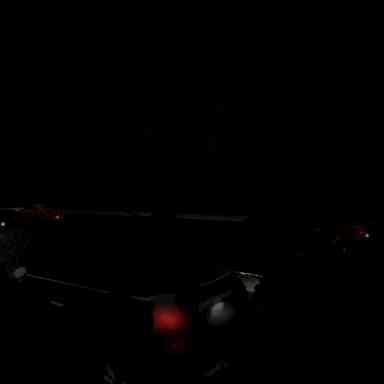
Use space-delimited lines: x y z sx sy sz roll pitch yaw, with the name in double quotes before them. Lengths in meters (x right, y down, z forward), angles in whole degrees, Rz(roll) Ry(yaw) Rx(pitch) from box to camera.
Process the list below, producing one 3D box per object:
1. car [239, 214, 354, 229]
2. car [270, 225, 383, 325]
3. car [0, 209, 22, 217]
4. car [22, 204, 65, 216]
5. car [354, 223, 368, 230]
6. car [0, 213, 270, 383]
"car" 2.328 1.507 10.930 5.008 1.535 1.882 0 0 35
"car" 3.828 1.548 5.561 5.357 1.411 2.033 0 0 35
"car" -13.753 1.760 22.397 4.718 1.301 1.895 0 0 35
"car" -11.630 1.636 25.181 5.008 1.535 1.882 0 0 35
"car" 4.834 1.591 13.442 4.181 1.385 1.994 0 0 35
"car" -1.432 1.378 5.014 4.553 1.767 2.097 -1 0 35
